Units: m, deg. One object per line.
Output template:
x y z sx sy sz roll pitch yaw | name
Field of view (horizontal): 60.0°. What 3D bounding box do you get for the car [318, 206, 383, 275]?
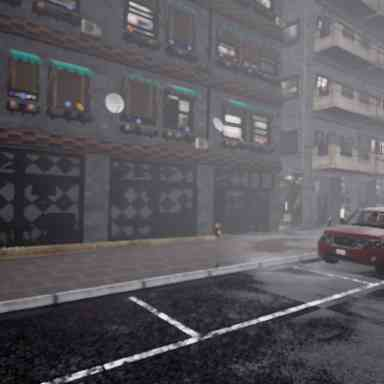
6.353 1.440 11.072 5.009 1.841 2.192 1 1 -35 | car
